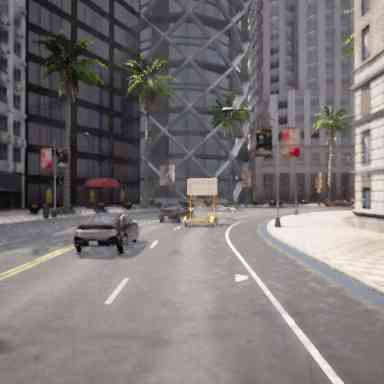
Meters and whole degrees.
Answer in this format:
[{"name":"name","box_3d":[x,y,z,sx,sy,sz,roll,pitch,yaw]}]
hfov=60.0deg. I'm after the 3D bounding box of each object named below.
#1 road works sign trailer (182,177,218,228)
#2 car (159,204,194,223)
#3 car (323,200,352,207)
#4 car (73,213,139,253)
[{"name":"road works sign trailer","box_3d":[0.813,0.694,24.193,2.380,3.560,2.880,0,-1,20]},{"name":"car","box_3d":[-1.254,1.778,28.500,1.837,1.490,4.892,0,0,19]},{"name":"car","box_3d":[26.885,2.183,61.351,4.718,1.301,1.895,0,-1,-8]},{"name":"car","box_3d":[-3.485,1.629,14.281,2.128,1.511,4.902,0,0,1]}]
